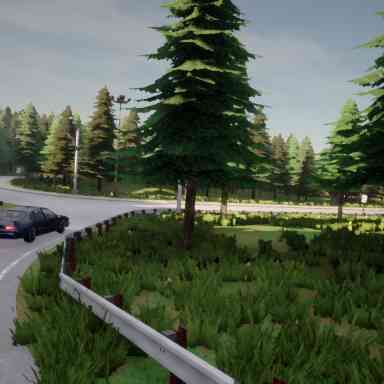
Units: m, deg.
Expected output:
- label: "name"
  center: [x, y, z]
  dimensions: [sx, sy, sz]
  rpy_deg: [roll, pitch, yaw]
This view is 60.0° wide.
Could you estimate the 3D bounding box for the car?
- label: "car"
  center: [-7.598, 1.372, 15.551]
  dimensions: [2.033, 1.411, 5.357]
  rpy_deg: [4, 1, 3]
